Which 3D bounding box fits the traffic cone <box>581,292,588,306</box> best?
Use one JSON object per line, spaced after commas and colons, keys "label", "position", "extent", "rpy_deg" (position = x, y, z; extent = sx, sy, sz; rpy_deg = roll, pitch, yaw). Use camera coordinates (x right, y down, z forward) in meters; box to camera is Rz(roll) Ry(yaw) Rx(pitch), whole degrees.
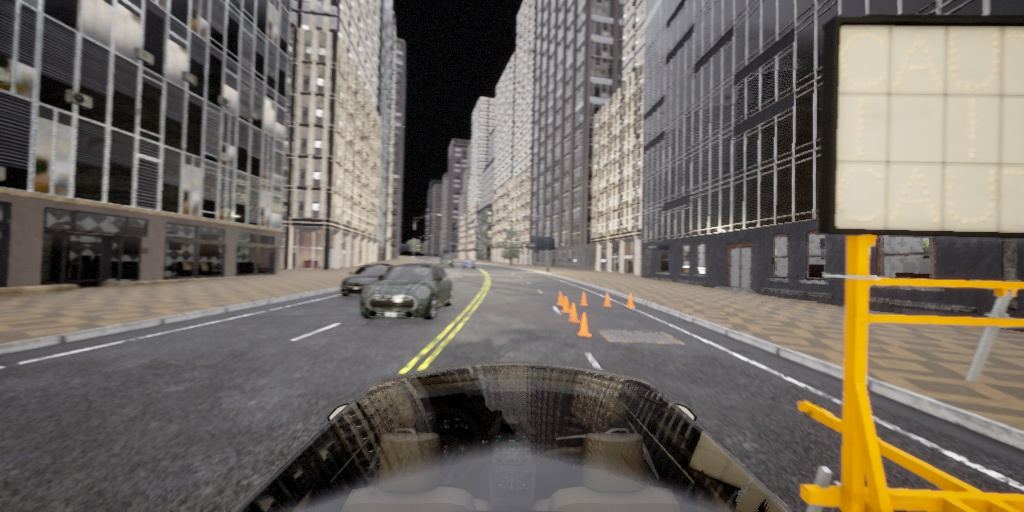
{"label": "traffic cone", "position": [3.077, 1.821, 15.403], "extent": [0.340, 0.580, 0.340], "rpy_deg": [0, 0, 2]}

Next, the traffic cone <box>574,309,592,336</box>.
{"label": "traffic cone", "position": [1.892, 1.773, 9.437], "extent": [0.340, 0.580, 0.340], "rpy_deg": [0, 0, 2]}

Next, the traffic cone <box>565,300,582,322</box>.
{"label": "traffic cone", "position": [1.954, 1.780, 11.436], "extent": [0.340, 0.580, 0.340], "rpy_deg": [0, 0, 2]}

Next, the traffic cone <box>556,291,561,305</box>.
{"label": "traffic cone", "position": [2.078, 1.794, 15.434], "extent": [0.340, 0.580, 0.340], "rpy_deg": [0, 0, 2]}

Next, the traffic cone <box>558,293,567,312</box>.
{"label": "traffic cone", "position": [2.016, 1.787, 13.435], "extent": [0.340, 0.580, 0.340], "rpy_deg": [0, 0, 2]}

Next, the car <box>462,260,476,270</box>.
{"label": "car", "position": [-6.369, 1.255, 53.081], "extent": [1.812, 1.442, 4.674], "rpy_deg": [2, 0, -9]}

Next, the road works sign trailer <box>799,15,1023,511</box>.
{"label": "road works sign trailer", "position": [3.054, 0.295, 2.399], "extent": [2.380, 3.560, 2.880], "rpy_deg": [0, 0, 2]}

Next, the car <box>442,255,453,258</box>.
{"label": "car", "position": [-10.811, 0.862, 59.711], "extent": [2.150, 2.045, 5.566], "rpy_deg": [2, 0, -10]}

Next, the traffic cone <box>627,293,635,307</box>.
{"label": "traffic cone", "position": [5.074, 1.874, 15.341], "extent": [0.340, 0.580, 0.340], "rpy_deg": [0, 0, 2]}

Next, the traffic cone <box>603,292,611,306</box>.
{"label": "traffic cone", "position": [4.075, 1.848, 15.372], "extent": [0.340, 0.580, 0.340], "rpy_deg": [0, 0, 2]}

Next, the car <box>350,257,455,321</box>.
{"label": "car", "position": [-3.338, 1.037, 12.225], "extent": [2.097, 1.767, 4.553], "rpy_deg": [1, 0, 1]}

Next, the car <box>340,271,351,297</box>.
{"label": "car", "position": [-6.577, 1.115, 17.495], "extent": [1.837, 1.490, 4.892], "rpy_deg": [2, 0, -1]}
